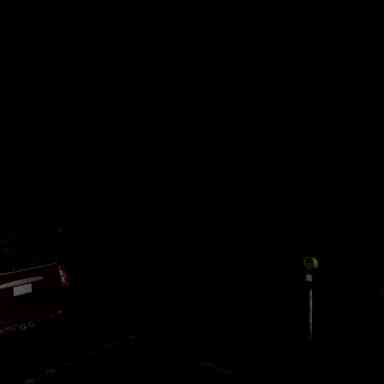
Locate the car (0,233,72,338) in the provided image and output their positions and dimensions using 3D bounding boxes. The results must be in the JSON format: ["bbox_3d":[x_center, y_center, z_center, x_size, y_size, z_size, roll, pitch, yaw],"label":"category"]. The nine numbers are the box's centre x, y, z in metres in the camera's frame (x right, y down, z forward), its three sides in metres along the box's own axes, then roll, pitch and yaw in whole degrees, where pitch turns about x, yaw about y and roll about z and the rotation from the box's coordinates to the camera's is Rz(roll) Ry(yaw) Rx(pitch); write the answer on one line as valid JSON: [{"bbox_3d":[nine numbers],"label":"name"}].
[{"bbox_3d":[-4.033,1.440,5.949,4.097,1.590,1.967,0,0,35],"label":"car"}]
